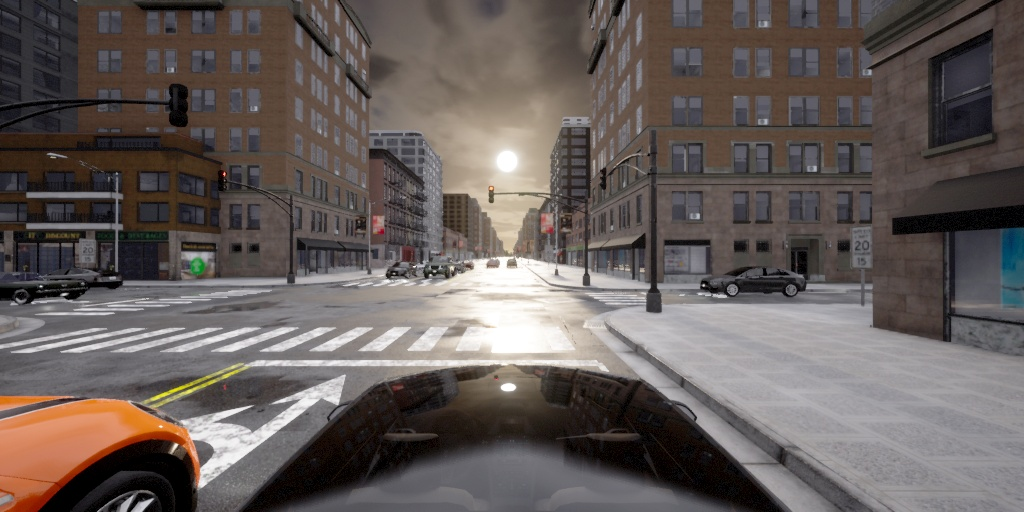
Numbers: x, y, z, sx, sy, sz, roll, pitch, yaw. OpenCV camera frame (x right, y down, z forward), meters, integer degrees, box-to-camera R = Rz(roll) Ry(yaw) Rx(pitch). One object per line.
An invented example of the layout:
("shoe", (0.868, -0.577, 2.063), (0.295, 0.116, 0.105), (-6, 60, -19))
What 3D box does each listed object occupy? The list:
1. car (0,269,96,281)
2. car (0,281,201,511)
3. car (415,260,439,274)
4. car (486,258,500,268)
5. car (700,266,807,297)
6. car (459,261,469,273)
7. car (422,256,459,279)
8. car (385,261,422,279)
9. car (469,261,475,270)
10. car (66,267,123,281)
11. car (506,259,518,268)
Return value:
("car", (-21.516, 1.345, 15.462), (4.718, 1.301, 1.895), (0, 0, 0))
("car", (-3.237, 1.102, 0.601), (2.097, 1.767, 4.553), (0, 0, 0))
("car", (-9.925, 1.272, 42.169), (1.812, 1.442, 4.674), (0, 0, 0))
("car", (-3.369, 1.304, 61.948), (1.994, 1.385, 4.181), (0, 0, 0))
("car", (12.424, 1.294, 18.639), (4.892, 1.490, 1.837), (0, 0, 1))
("car", (-6.681, 1.310, 42.953), (1.994, 1.385, 4.181), (0, 0, 0))
("car", (-6.652, 0.971, 33.495), (2.150, 2.045, 5.566), (0, 0, 0))
("car", (-9.906, 1.255, 32.527), (1.837, 1.490, 4.892), (0, 0, 0))
("car", (-6.693, 1.344, 53.150), (1.895, 1.301, 4.718), (0, 0, 0))
("car", (-25.411, 1.330, 20.955), (4.313, 1.339, 1.948), (0, 0, 0))
("car", (-0.021, 1.245, 63.086), (1.837, 1.490, 4.892), (0, 0, 0))
